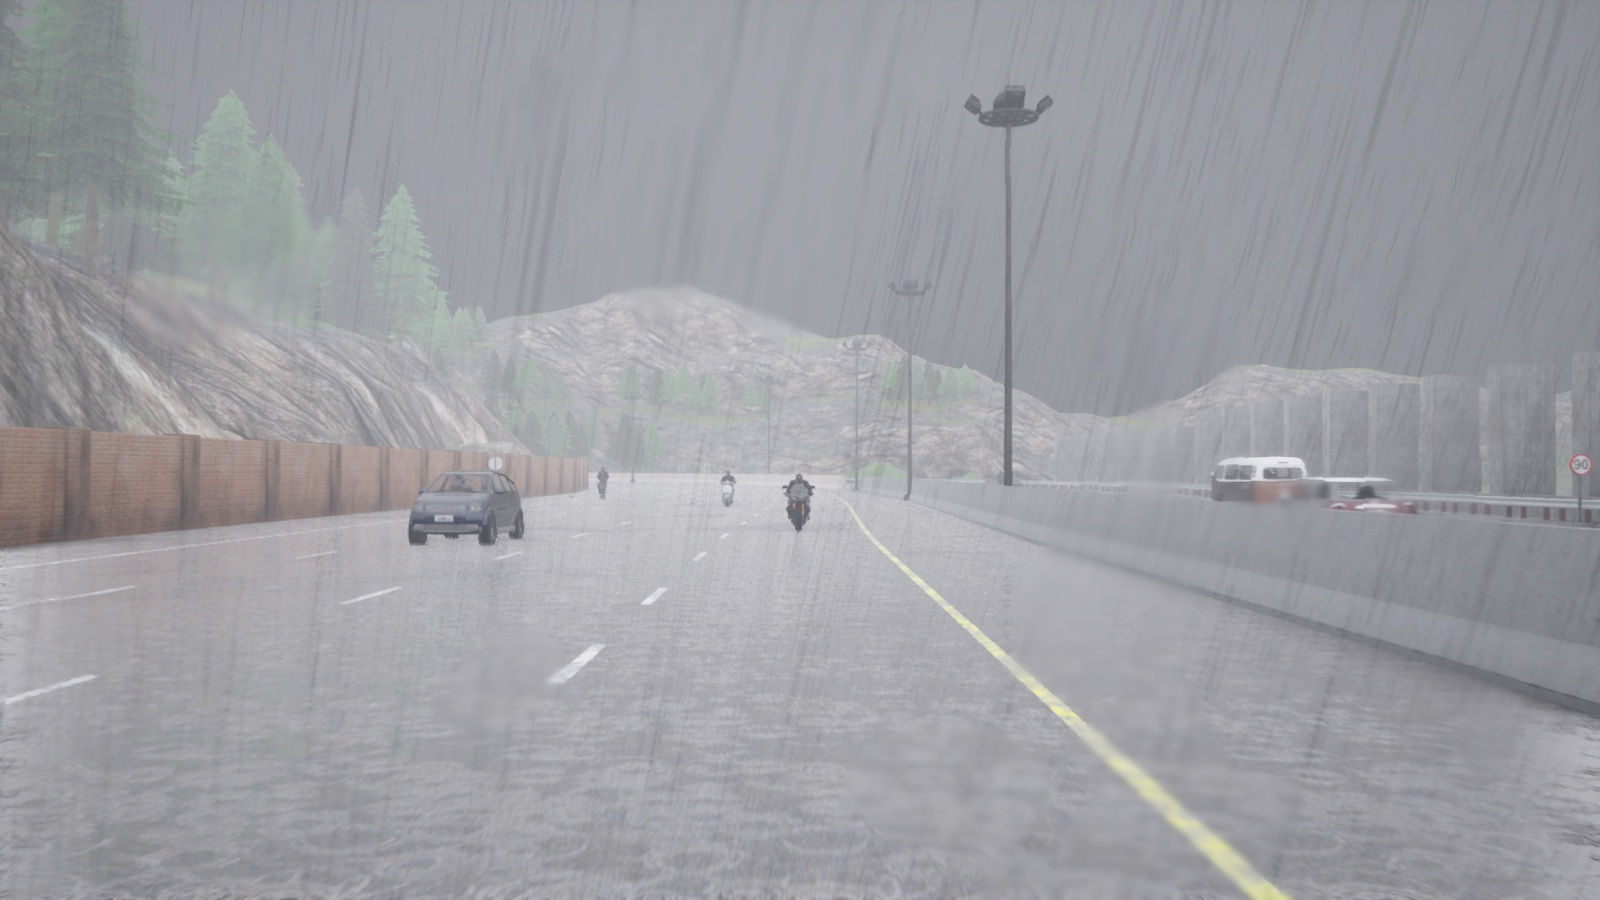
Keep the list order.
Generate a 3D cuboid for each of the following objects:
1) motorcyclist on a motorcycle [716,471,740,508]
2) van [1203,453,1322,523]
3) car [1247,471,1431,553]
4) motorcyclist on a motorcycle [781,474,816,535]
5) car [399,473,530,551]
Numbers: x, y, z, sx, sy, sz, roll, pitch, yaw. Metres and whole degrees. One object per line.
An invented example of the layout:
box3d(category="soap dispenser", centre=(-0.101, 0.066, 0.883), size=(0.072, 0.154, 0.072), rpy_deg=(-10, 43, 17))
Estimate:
box3d(category="motorcyclist on a motorcycle", centre=(-3.083, 1.683, 53.890), size=(0.866, 1.590, 1.817), rpy_deg=(0, -1, 1))
box3d(category="van", centre=(14.094, 1.130, 38.584), size=(2.069, 2.038, 4.480), rpy_deg=(0, -1, 1))
box3d(category="car", centre=(10.439, 1.151, 24.644), size=(1.970, 1.475, 3.806), rpy_deg=(0, -1, 0))
box3d(category="motorcyclist on a motorcycle", centre=(-0.025, 1.401, 32.947), size=(0.866, 1.530, 2.191), rpy_deg=(0, -1, 1))
box3d(category="car", centre=(-7.061, 1.273, 26.764), size=(1.789, 1.549, 3.705), rpy_deg=(0, -1, 0))
